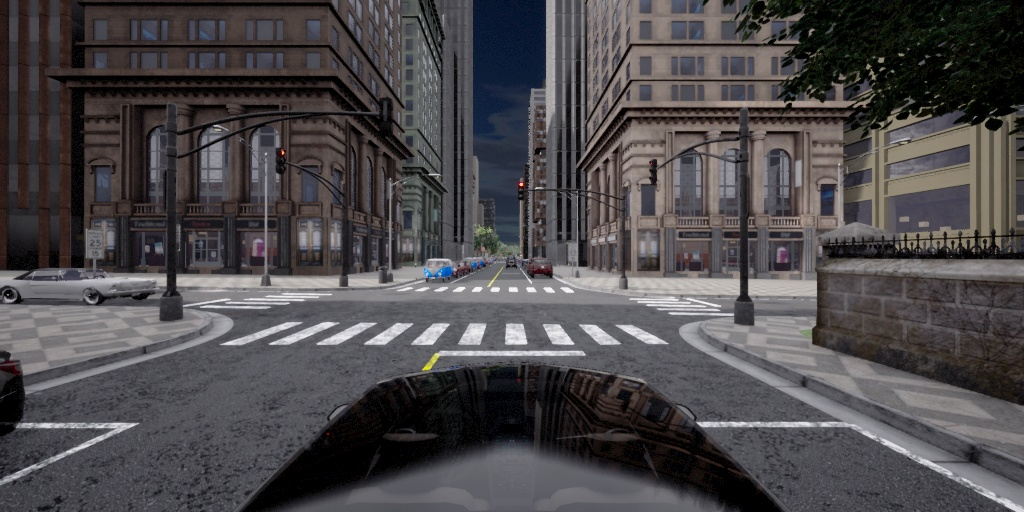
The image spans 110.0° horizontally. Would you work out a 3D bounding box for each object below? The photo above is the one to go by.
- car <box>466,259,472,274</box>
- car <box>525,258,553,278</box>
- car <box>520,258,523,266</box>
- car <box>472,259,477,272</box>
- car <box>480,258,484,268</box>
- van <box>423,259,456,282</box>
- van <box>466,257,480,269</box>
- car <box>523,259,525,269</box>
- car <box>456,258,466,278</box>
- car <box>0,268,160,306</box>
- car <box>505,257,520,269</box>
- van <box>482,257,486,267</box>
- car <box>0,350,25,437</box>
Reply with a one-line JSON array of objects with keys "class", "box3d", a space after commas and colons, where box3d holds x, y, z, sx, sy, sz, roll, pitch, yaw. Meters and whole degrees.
[{"class": "car", "box3d": [-5.834, 1.322, 39.324, 1.888, 1.381, 4.507, 0, 0, 0]}, {"class": "car", "box3d": [2.701, 1.085, 33.909, 2.192, 1.841, 5.009, 0, 0, 0]}, {"class": "car", "box3d": [2.660, 1.352, 55.672, 2.007, 1.370, 4.403, 0, 0, 0]}, {"class": "car", "box3d": [-5.845, 1.351, 44.766, 1.948, 1.339, 4.313, 0, 0, 0]}, {"class": "car", "box3d": [-5.866, 1.347, 55.649, 1.888, 1.381, 4.507, 0, 0, 0]}, {"class": "van", "box3d": [-5.814, 1.105, 28.443, 1.690, 1.789, 3.998, 0, 0, 0]}, {"class": "van", "box3d": [-5.855, 1.134, 50.207, 1.690, 1.789, 3.998, 0, 0, 0]}, {"class": "car", "box3d": [2.691, 1.092, 39.350, 2.192, 1.841, 5.009, 0, 0, 0]}, {"class": "car", "box3d": [-5.824, 1.210, 33.884, 1.967, 1.591, 4.097, 0, 0, 0]}, {"class": "car", "box3d": [-16.564, 1.120, 13.688, 4.718, 1.301, 1.895, 1, 0, 0]}, {"class": "car", "box3d": [-0.058, 1.312, 59.099, 1.837, 1.490, 4.892, 0, 0, 1]}, {"class": "van", "box3d": [-5.876, 1.151, 61.090, 1.690, 1.789, 3.998, 0, 0, 0]}, {"class": "car", "box3d": [-5.762, 1.316, 1.786, 1.948, 1.339, 4.313, 0, 0, 0]}]
